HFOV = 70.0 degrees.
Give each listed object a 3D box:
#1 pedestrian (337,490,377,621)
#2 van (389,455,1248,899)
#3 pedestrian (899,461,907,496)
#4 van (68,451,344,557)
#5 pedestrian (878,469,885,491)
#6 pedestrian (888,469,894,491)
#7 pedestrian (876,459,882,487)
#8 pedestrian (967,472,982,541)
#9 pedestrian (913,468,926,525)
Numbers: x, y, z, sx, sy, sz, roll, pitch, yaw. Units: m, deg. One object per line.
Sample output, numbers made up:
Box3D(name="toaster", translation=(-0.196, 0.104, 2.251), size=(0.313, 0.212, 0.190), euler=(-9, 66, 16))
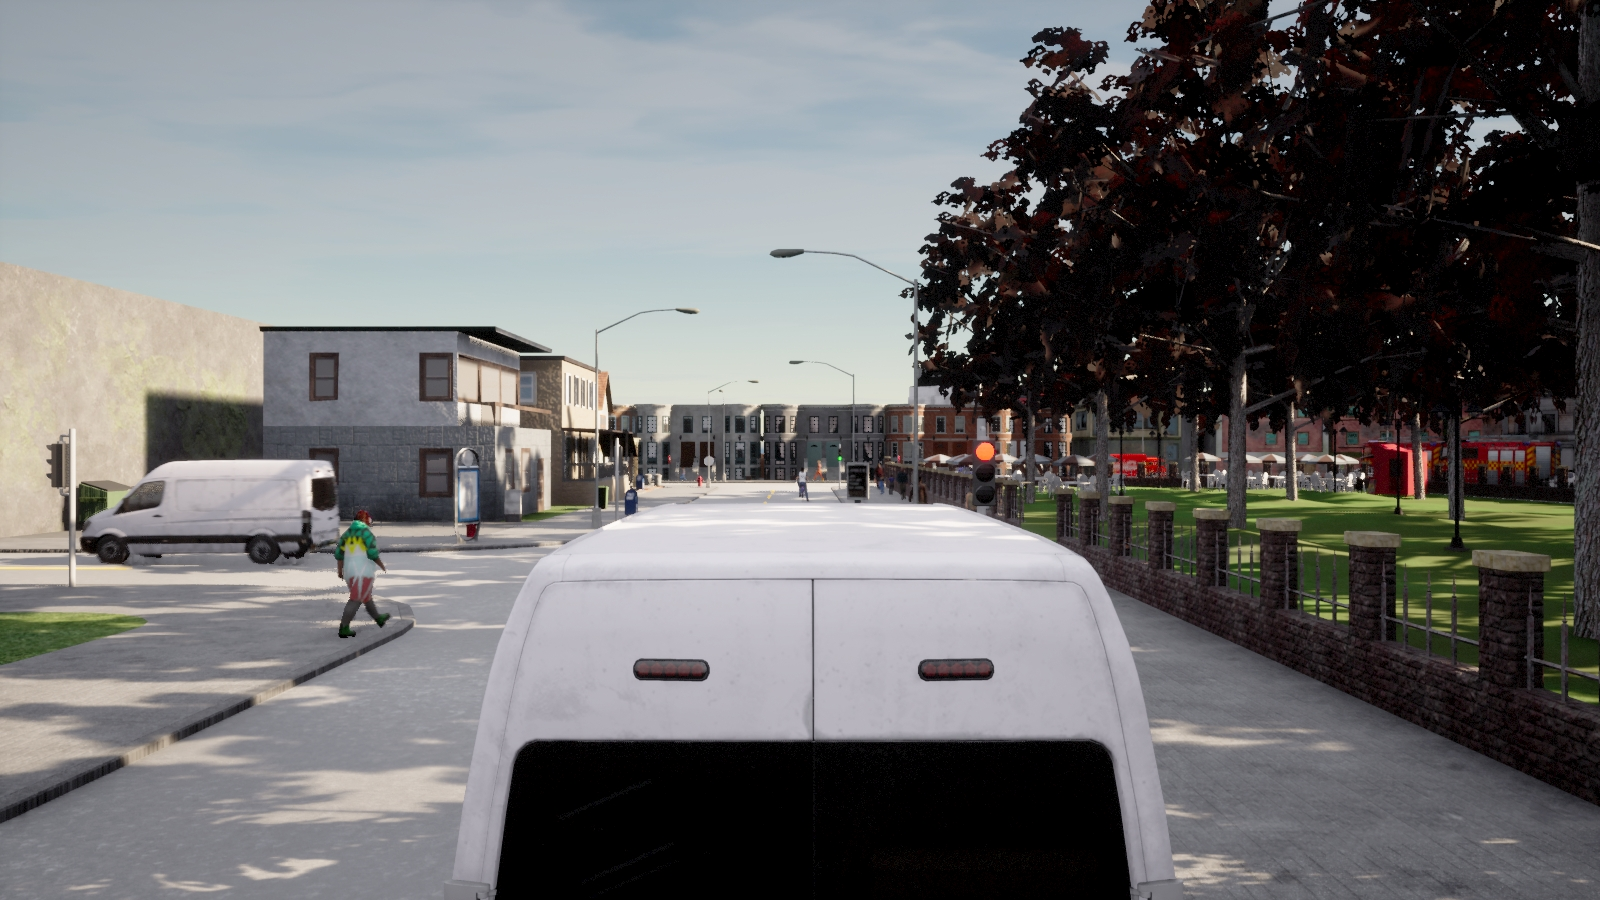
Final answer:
Box3D(name="pedestrian", translation=(-6.414, 1.516, 16.548), size=(0.375, 1.860, 0.375), euler=(0, 0, 27))
Box3D(name="van", translation=(0.036, 1.314, 5.605), size=(1.988, 2.561, 5.915), euler=(0, 0, 0))
Box3D(name="pedestrian", translation=(5.469, 1.525, 60.523), size=(0.375, 1.860, 0.375), euler=(0, 0, -2))
Box3D(name="van", translation=(-14.846, 1.314, 28.794), size=(5.915, 2.561, 1.988), euler=(0, 0, -1))
Box3D(name="pedestrian", translation=(4.865, 1.805, 68.243), size=(0.375, 1.300, 0.375), euler=(0, 0, 5))
Box3D(name="pedestrian", translation=(5.484, 1.804, 68.893), size=(0.375, 1.300, 0.375), euler=(0, 0, 4))
Box3D(name="pedestrian", translation=(5.286, 1.516, 76.550), size=(0.375, 1.860, 0.375), euler=(0, 0, -2))
Box3D(name="pedestrian", translation=(4.733, 1.525, 31.033), size=(0.375, 1.860, 0.375), euler=(0, 0, 14))
Box3D(name="pedestrian", translation=(3.928, 1.525, 37.617), size=(0.375, 1.860, 0.375), euler=(0, 0, 0))
